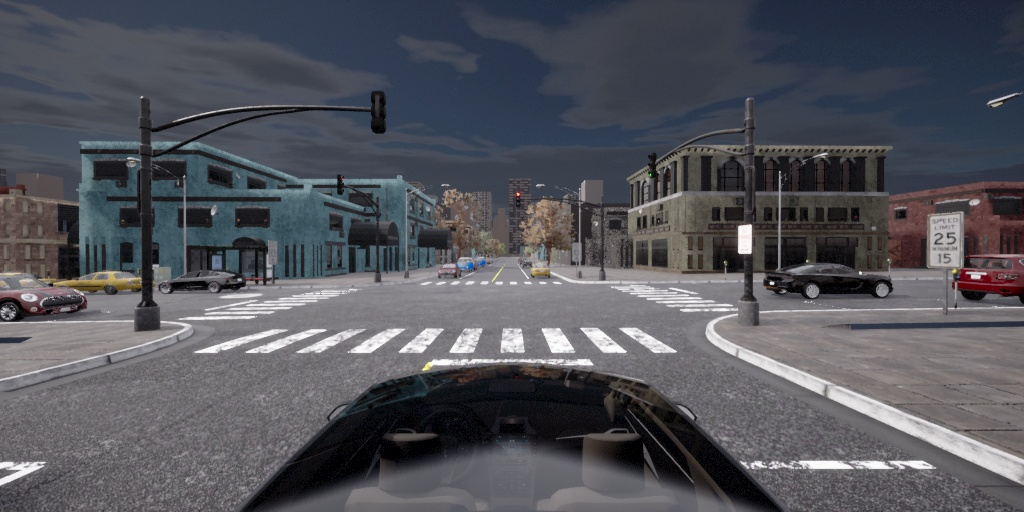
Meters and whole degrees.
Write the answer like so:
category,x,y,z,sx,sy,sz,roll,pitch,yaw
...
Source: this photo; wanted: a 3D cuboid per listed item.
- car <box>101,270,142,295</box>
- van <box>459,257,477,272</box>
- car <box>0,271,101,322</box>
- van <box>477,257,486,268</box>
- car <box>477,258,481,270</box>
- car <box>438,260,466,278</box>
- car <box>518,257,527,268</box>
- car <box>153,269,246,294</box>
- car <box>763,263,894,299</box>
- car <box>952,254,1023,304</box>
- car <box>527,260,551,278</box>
category,x,y,z,sx,sy,sz,roll,pitch,yaw
car,-24.048,1.501,21.128,4.829,1.417,1.751,0,0,-1
van,-5.767,1.082,44.546,1.690,1.789,3.998,0,0,0
car,-18.090,1.423,12.897,4.097,1.591,1.967,0,0,-1
van,-5.799,1.078,61.185,1.690,1.789,3.998,0,0,0
car,-5.778,1.285,50.093,1.888,1.381,4.507,0,0,0
car,-5.746,1.326,33.454,1.802,1.307,4.207,0,0,0
car,2.582,1.288,61.201,2.007,1.370,4.403,0,0,0
car,-18.225,1.474,21.244,4.313,1.339,1.948,0,0,-1
car,14.179,1.050,16.187,5.008,1.535,1.882,-1,1,-1
car,19.926,0.842,13.616,5.009,1.841,2.192,0,0,-1
car,2.634,1.269,33.639,1.751,1.417,4.829,0,0,0
